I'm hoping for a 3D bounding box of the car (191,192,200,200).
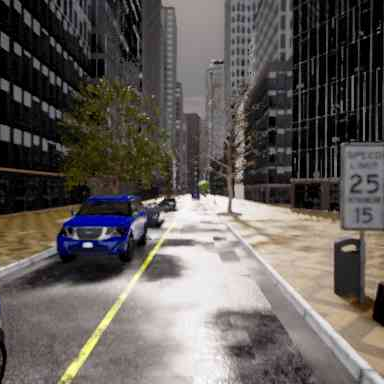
[{"bbox_3d":[0.893,1.011,82.646,2.150,2.045,5.566,0,0,1],"label":"car"}]

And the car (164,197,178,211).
[{"bbox_3d":[-2.606,1.401,38.056,1.837,1.490,4.892,0,0,1],"label":"car"}]

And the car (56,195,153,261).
[{"bbox_3d":[-2.988,1.158,12.311,2.150,2.045,5.566,0,0,0],"label":"car"}]

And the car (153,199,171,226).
[{"bbox_3d":[-2.868,1.451,22.658,2.033,1.411,5.357,0,0,1],"label":"car"}]

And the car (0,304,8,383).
[{"bbox_3d":[-3.103,1.325,1.783,2.097,1.767,4.553,0,0,0],"label":"car"}]
